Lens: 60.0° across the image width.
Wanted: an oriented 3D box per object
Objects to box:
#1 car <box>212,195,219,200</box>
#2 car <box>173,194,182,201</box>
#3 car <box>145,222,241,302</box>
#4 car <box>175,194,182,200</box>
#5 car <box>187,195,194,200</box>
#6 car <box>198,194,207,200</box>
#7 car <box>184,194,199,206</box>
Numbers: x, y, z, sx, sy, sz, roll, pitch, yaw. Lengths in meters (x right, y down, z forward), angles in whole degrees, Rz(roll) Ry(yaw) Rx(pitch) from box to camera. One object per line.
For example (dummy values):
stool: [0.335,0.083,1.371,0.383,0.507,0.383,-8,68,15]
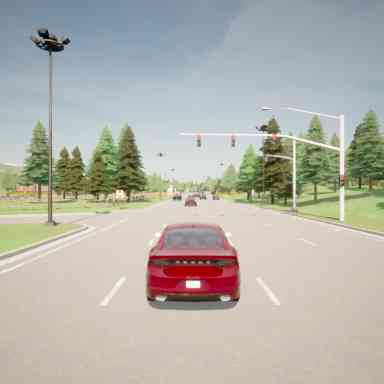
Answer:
car: [6.639,1.535,94.426,2.128,1.511,4.902,0,0,0]
car: [-3.819,1.478,83.553,1.882,1.535,5.008,0,0,0]
car: [0.031,1.479,8.351,1.882,1.535,5.008,0,0,0]
car: [-3.859,1.320,93.973,1.882,1.535,5.008,0,0,0]
car: [-0.359,1.437,94.016,1.895,1.301,4.718,0,0,0]
car: [3.139,1.534,94.413,1.812,1.442,4.674,0,0,0]
car: [-0.201,1.531,52.953,1.812,1.442,4.674,0,0,0]
